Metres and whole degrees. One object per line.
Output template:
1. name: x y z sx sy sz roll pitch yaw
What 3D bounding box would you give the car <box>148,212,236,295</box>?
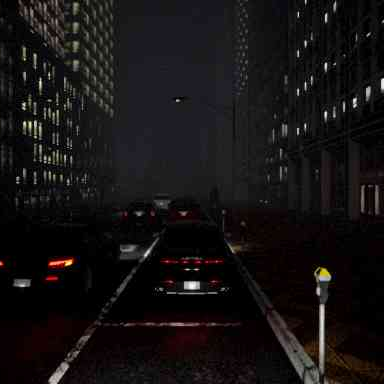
1. car: -0.001 1.502 8.651 1.837 1.490 4.892 0 0 0

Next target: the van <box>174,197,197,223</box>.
1. van: -0.465 1.336 26.356 1.690 1.788 3.998 -1 0 0

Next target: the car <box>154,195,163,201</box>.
1. car: -8.844 1.545 88.876 1.947 1.339 4.313 -1 0 0

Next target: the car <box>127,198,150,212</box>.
1. car: -6.216 1.500 38.932 1.837 1.490 4.892 0 -1 0

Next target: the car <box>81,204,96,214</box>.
1. car: -8.843 1.577 26.356 1.802 1.307 4.206 -1 0 0

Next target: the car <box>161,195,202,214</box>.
1. car: -0.465 1.311 20.672 2.192 1.841 5.009 -1 0 0

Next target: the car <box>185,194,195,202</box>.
1. car: -0.465 1.298 77.509 2.192 1.841 5.009 -1 0 0

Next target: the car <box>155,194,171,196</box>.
1. car: -3.080 1.217 36.490 2.150 2.045 5.566 0 0 0

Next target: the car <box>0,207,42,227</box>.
1. car: -8.843 1.542 14.989 1.887 1.381 4.507 -1 0 0

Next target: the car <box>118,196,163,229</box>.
1. car: -3.080 1.348 21.614 2.097 1.767 4.553 0 0 0

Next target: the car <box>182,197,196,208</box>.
1. car: -0.463 1.541 49.090 2.008 1.369 4.403 -1 0 0

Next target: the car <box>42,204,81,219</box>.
1. car: -8.844 1.547 20.672 2.008 1.369 4.403 -1 0 0

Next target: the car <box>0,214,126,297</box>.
1. car: -3.149 1.524 8.481 1.812 1.442 4.674 0 0 0

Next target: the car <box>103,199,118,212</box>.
1. car: -8.844 1.544 37.723 2.008 1.369 4.403 -1 0 0

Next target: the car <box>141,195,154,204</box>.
1. car: -8.845 1.427 66.141 1.967 1.590 4.097 -1 0 0

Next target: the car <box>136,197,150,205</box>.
1. car: -8.843 1.570 60.458 1.802 1.307 4.206 -1 0 0

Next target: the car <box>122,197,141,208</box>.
1. car: -8.843 1.541 49.090 2.008 1.369 4.403 -1 0 0

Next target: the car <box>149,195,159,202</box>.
1. car: -8.843 1.509 77.339 1.752 1.417 4.829 -1 0 0
